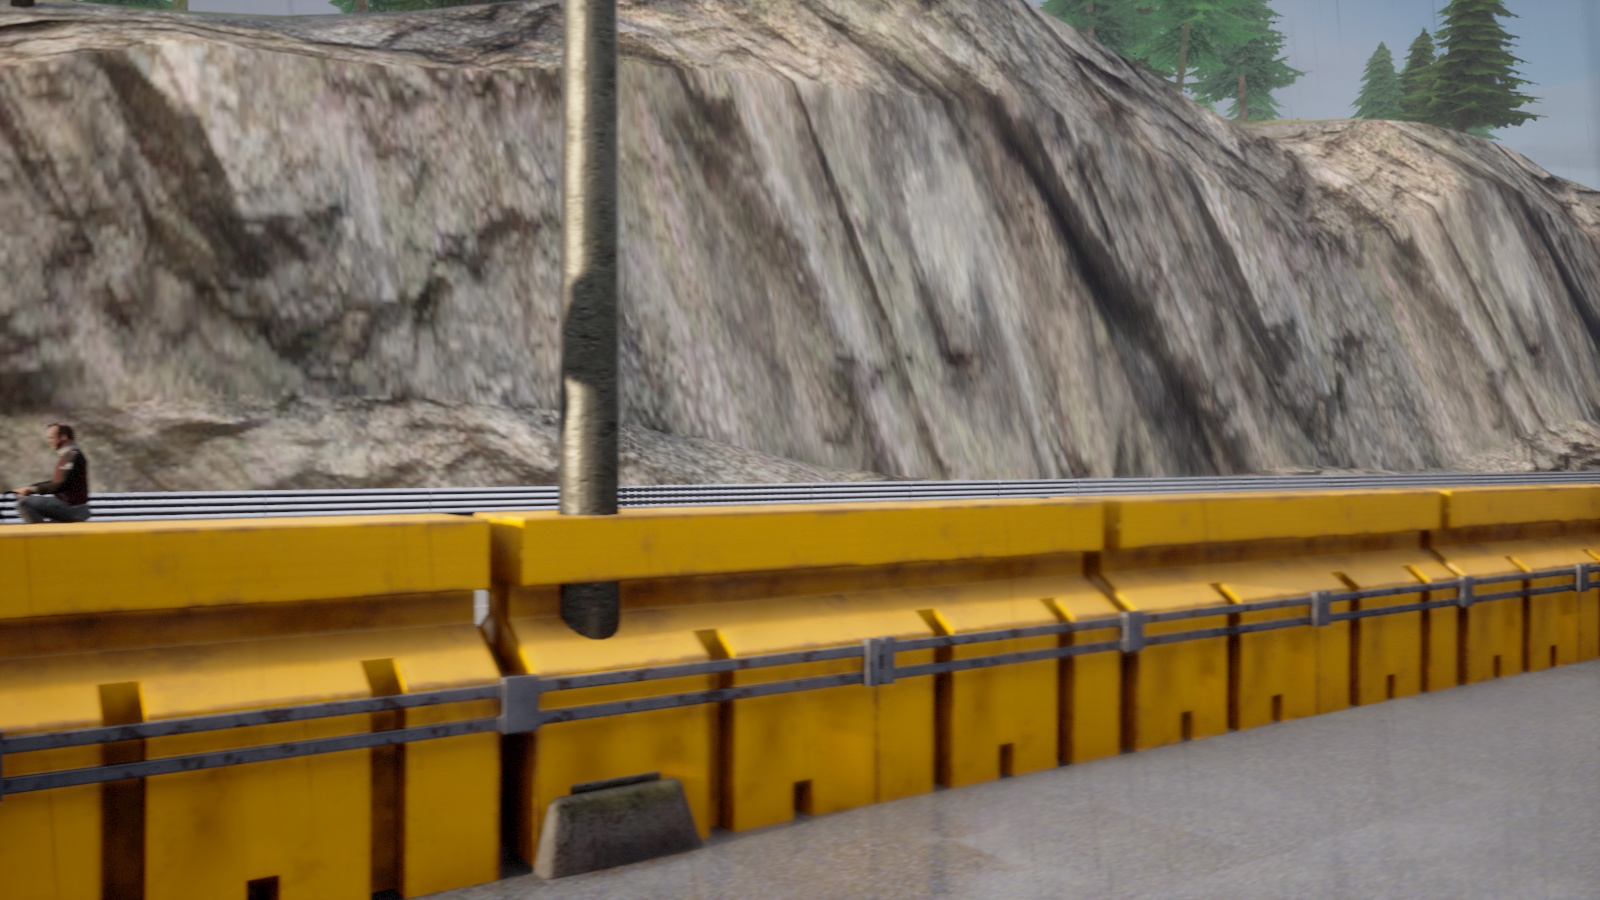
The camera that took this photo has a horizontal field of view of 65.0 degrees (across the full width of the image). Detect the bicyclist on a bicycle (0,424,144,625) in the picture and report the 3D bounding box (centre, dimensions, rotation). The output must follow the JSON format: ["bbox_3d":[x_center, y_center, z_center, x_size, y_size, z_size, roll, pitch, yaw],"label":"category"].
[{"bbox_3d":[-7.097,0.659,11.513,1.843,1.776,0.659,0,0,-35],"label":"bicyclist on a bicycle"}]
